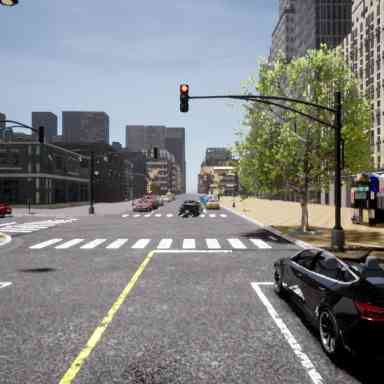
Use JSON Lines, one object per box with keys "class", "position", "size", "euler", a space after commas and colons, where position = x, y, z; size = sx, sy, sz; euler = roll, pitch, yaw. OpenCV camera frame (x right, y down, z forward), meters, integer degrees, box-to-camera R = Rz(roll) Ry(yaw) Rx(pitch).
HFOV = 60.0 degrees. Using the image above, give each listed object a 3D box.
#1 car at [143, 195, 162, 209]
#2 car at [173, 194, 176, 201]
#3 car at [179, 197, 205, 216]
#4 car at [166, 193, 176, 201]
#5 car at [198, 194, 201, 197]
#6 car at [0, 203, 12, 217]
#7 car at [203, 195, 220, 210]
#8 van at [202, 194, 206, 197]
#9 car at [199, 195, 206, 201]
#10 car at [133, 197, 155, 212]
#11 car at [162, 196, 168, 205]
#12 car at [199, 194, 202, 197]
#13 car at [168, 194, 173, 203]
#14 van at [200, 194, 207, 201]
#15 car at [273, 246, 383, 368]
{"class": "car", "position": [-5.643, 1.318, 43.799], "size": [2.192, 1.841, 5.009], "euler": [0, 0, 0]}
{"class": "car", "position": [-5.607, 1.559, 82.656], "size": [2.008, 1.369, 4.403], "euler": [0, 0, 0]}
{"class": "car", "position": [-0.109, 1.507, 32.677], "size": [1.837, 1.490, 4.892], "euler": [2, 0, 8]}
{"class": "car", "position": [-5.600, 1.324, 88.207], "size": [2.192, 1.841, 5.009], "euler": [0, 0, 0]}
{"class": "car", "position": [2.763, 1.572, 71.549], "size": [1.947, 1.339, 4.313], "euler": [0, 0, 0]}
{"class": "car", "position": [-17.242, 1.371, 27.262], "size": [4.507, 1.381, 1.887], "euler": [1, -1, -1]}
{"class": "car", "position": [2.737, 1.528, 43.963], "size": [1.752, 1.417, 4.829], "euler": [0, 0, 0]}
{"class": "van", "position": [2.743, 1.345, 49.345], "size": [1.690, 1.788, 3.998], "euler": [0, 0, 0]}
{"class": "car", "position": [2.780, 1.534, 88.371], "size": [1.752, 1.417, 4.829], "euler": [0, 0, 0]}
{"class": "car", "position": [-5.649, 1.585, 38.248], "size": [1.802, 1.307, 4.206], "euler": [0, 0, 0]}
{"class": "car", "position": [-5.633, 1.555, 54.901], "size": [2.008, 1.369, 4.403], "euler": [0, 0, 0]}
{"class": "car", "position": [2.752, 1.556, 60.447], "size": [2.008, 1.369, 4.403], "euler": [0, 0, 0]}
{"class": "car", "position": [-5.617, 1.532, 71.384], "size": [1.752, 1.417, 4.829], "euler": [0, 0, 0]}
{"class": "van", "position": [2.776, 1.349, 82.651], "size": [1.690, 1.788, 3.998], "euler": [0, 0, 0]}
{"class": "car", "position": [2.700, 1.566, 5.764], "size": [1.947, 1.339, 4.313], "euler": [0, 0, 0]}
